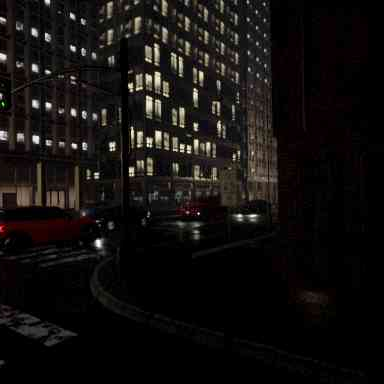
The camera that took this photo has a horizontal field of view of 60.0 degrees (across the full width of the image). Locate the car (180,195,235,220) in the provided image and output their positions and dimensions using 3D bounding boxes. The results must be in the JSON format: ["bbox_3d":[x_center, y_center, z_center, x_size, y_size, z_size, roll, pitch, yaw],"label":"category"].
[{"bbox_3d":[1.245,1.307,29.123,2.150,2.045,5.566,-1,-1,36],"label":"car"}]

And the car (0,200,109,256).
[{"bbox_3d":[-5.969,1.343,13.527,2.097,1.767,4.553,-1,-1,35],"label":"car"}]

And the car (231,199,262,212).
[{"bbox_3d":[6.840,1.689,41.379,1.752,1.417,4.829,-2,-1,36],"label":"car"}]

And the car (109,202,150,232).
[{"bbox_3d":[-4.645,1.571,20.934,1.837,1.490,4.892,-1,-1,33],"label":"car"}]

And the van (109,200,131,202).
[{"bbox_3d":[-5.991,1.460,23.467,1.690,1.788,3.998,-2,-1,36],"label":"van"}]

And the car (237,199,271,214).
[{"bbox_3d":[7.250,1.584,37.486,1.882,1.535,5.008,-1,-1,36],"label":"car"}]
